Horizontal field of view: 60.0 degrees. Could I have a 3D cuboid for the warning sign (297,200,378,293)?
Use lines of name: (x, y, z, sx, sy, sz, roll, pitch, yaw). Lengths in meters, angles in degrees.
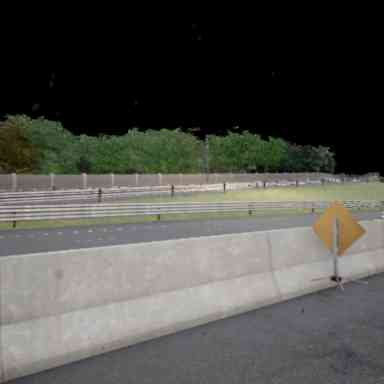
warning sign: (3.248, 1.118, 7.509, 1.060, 1.860, 1.300, 2, -2, -36)
